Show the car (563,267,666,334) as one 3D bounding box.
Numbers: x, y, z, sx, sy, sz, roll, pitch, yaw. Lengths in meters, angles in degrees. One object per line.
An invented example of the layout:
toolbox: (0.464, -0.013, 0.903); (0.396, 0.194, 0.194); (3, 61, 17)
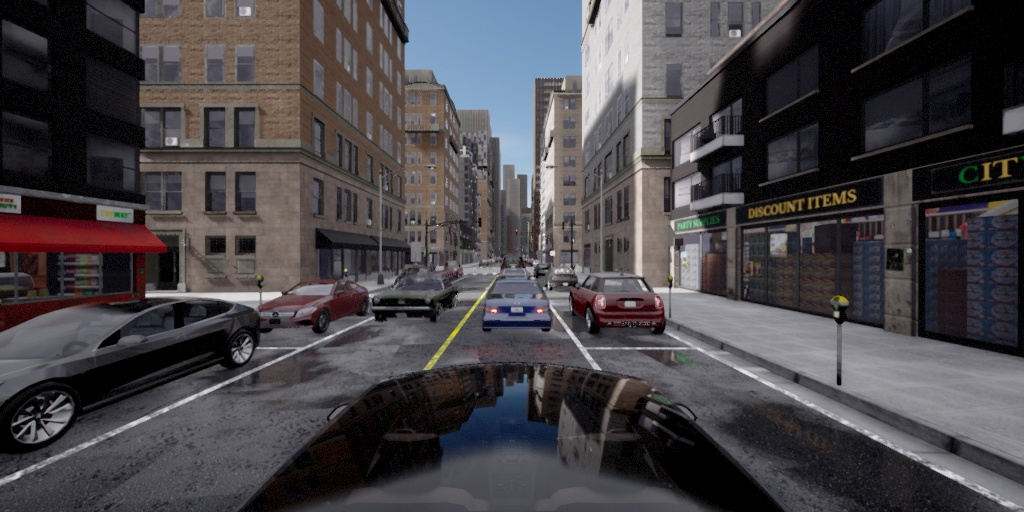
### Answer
car: (2.874, 1.188, 10.628); (1.967, 1.591, 4.097); (0, 0, 0)

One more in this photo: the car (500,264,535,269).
car: (0.142, 1.348, 21.349); (1.895, 1.301, 4.718); (0, 0, 0)

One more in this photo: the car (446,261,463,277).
car: (-5.600, 1.187, 32.654); (1.967, 1.591, 4.097); (0, 0, 0)

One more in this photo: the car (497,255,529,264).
car: (0.075, 0.969, 31.380); (2.150, 2.045, 5.566); (0, 0, -1)

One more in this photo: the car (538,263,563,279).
car: (2.899, 1.297, 21.631); (2.007, 1.370, 4.403); (0, 0, 0)

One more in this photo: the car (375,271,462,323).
car: (-3.079, 1.348, 12.223); (1.895, 1.301, 4.718); (0, 0, 0)

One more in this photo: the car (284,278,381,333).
car: (-5.652, 1.330, 10.648); (1.802, 1.307, 4.207); (0, 0, 0)

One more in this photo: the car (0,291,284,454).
car: (-5.665, 1.315, 5.147); (1.948, 1.339, 4.313); (0, 0, 0)

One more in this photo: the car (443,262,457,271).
car: (-5.613, 1.329, 27.152); (1.802, 1.307, 4.207); (0, 0, 0)

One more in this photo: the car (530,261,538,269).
car: (2.926, 1.313, 32.633); (1.948, 1.339, 4.313); (0, 0, 0)

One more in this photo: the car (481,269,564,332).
car: (0.120, 1.295, 10.843); (2.033, 1.411, 5.357); (0, 0, 0)

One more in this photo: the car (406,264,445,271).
car: (-5.626, 1.313, 21.651); (1.948, 1.339, 4.313); (0, 0, 0)
